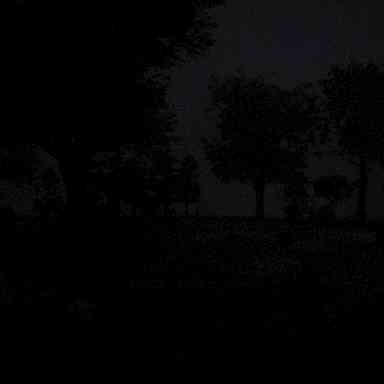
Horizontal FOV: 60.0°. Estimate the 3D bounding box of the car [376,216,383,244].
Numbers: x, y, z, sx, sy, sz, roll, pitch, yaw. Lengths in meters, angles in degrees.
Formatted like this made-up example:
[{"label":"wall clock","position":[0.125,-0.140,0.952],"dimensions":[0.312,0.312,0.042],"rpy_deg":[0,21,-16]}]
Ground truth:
[{"label":"car","position":[9.751,1.402,13.740],"dimensions":[2.150,2.045,5.566],"rpy_deg":[1,-1,7]}]
